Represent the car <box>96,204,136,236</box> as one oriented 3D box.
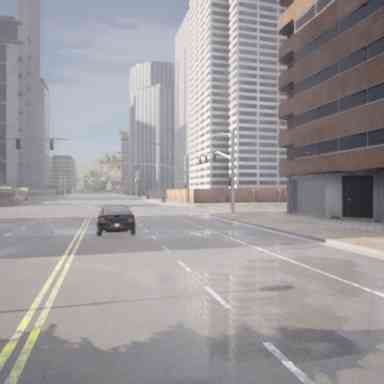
[{"bbox_3d":[-4.157,1.412,18.102,1.882,1.535,5.008,0,0,-14],"label":"car"}]
